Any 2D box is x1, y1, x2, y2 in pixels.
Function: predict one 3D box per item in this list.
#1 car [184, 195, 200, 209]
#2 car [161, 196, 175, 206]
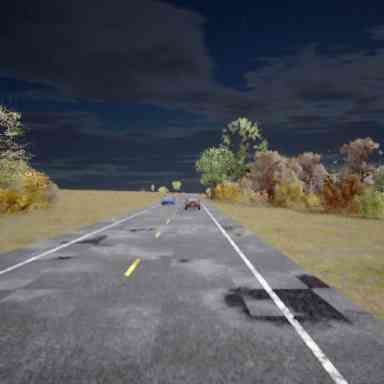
[{"bbox_3d":[0.087,1.397,42.244,1.812,1.442,4.674,0,0,0],"label":"car"},{"bbox_3d":[-3.573,1.324,50.900,1.882,1.535,5.008,0,0,0],"label":"car"}]
